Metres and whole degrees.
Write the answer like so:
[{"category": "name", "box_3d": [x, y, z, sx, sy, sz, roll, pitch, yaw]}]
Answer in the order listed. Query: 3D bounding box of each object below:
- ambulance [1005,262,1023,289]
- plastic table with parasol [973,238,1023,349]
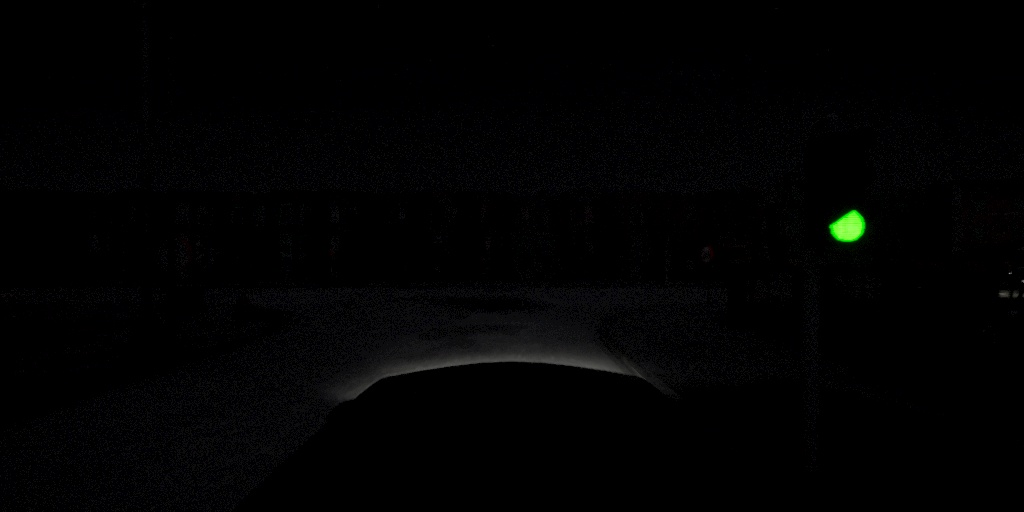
[{"category": "ambulance", "box_3d": [31.870, 0.726, 20.063, 6.366, 2.431, 2.351, 0, 0, 0]}, {"category": "plastic table with parasol", "box_3d": [9.682, 0.722, 5.970, 2.482, 2.480, 2.482, 0, 0, -40]}]
